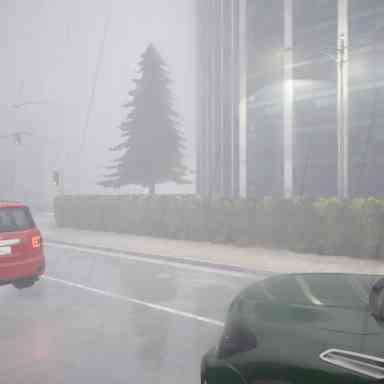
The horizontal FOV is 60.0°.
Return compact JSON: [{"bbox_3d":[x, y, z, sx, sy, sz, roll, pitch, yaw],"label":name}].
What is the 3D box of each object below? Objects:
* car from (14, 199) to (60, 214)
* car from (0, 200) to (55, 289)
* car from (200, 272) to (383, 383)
[{"bbox_3d":[-17.178,1.564,37.017,1.994,1.385,4.181,0,0,36],"label":"car"},{"bbox_3d":[-5.740,1.221,8.023,5.566,2.045,2.150,0,0,38],"label":"car"},{"bbox_3d":[2.730,1.221,2.043,5.566,2.045,2.150,0,0,36],"label":"car"}]
